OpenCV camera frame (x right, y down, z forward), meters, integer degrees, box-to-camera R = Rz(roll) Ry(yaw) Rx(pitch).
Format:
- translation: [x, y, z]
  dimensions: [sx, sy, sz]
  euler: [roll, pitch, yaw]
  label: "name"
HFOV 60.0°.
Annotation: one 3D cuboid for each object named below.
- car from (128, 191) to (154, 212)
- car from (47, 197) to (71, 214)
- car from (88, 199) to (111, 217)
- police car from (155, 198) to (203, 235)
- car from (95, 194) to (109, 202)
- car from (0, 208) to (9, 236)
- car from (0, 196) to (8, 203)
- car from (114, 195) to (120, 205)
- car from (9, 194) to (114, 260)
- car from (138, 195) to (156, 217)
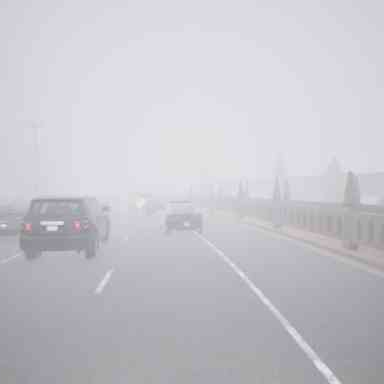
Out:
- translation: [-5.302, 0.964, 35.166]
  dimensions: [2.150, 2.045, 5.566]
  euler: [0, 1, -20]
  label: "car"
- translation: [-13.495, 1.284, 34.046]
  dimensions: [2.128, 1.511, 4.902]
  euler: [0, 0, -20]
  label: "car"
- translation: [-8.547, 1.395, 30.459]
  dimensions: [1.895, 1.301, 4.718]
  euler: [0, 0, -18]
  label: "car"
- translation: [-0.713, 1.282, 18.267]
  dimensions: [1.930, 1.638, 5.238]
  euler: [0, 0, -10]
  label: "police car"
- translation: [-17.206, 1.143, 63.701]
  dimensions: [2.033, 1.411, 5.357]
  euler: [0, 0, -21]
  label: "car"
- translation: [-8.708, 1.463, 16.811]
  dimensions: [1.994, 1.385, 4.181]
  euler: [0, 0, -10]
  label: "car"
- translation: [-34.861, 1.309, 60.685]
  dimensions: [1.895, 1.301, 4.718]
  euler: [0, 0, -21]
  label: "car"
- translation: [-12.296, 1.182, 51.050]
  dimensions: [1.812, 1.442, 4.674]
  euler: [0, 0, -21]
  label: "car"
- translation: [-4.422, 1.138, 12.366]
  dimensions: [2.150, 2.045, 5.566]
  euler: [0, 0, -7]
  label: "car"
- translation: [-3.239, 1.287, 28.863]
  dimensions: [1.837, 1.490, 4.892]
  euler: [0, 0, -16]
  label: "car"
